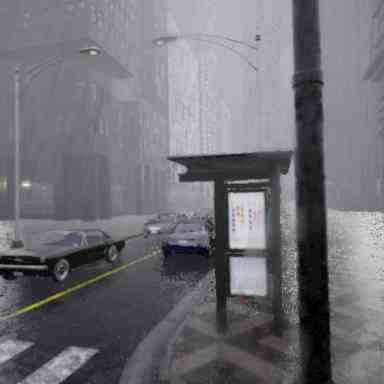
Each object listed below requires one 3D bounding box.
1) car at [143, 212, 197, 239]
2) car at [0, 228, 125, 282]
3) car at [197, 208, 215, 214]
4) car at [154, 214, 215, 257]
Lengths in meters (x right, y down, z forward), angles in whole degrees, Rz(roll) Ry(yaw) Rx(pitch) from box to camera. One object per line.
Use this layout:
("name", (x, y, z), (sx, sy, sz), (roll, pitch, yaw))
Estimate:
("car", (-1.479, 2.003, 20.775), (2.128, 1.511, 4.902), (-2, -2, 15))
("car", (-4.072, 1.912, 10.968), (1.895, 1.301, 4.718), (-2, -2, 15))
("car", (1.409, 2.282, 31.722), (2.033, 1.411, 5.357), (-2, -1, 14))
("car", (0.167, 1.878, 14.402), (1.994, 1.385, 4.181), (-2, -2, 15))
